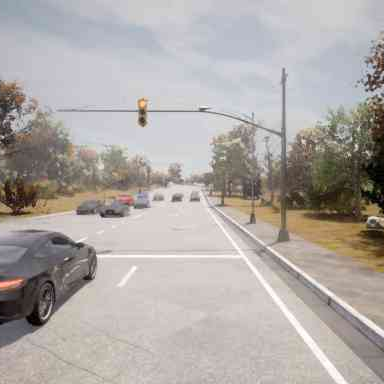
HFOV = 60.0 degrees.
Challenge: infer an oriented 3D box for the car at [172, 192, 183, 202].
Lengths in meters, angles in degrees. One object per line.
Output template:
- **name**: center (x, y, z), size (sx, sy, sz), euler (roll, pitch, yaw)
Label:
- **car**: center (-2.877, 1.010, 64.109), size (1.837, 1.490, 4.892), euler (0, 3, 1)

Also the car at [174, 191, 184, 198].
- **car**: center (-2.884, 0.587, 74.043), size (1.895, 1.301, 4.718), euler (0, 3, 1)

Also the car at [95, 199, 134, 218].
- **car**: center (-6.880, 1.564, 29.947), size (1.994, 1.385, 4.181), euler (0, 0, 0)

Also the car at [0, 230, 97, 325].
- **car**: center (-3.403, 1.526, 6.968), size (1.812, 1.442, 4.674), euler (0, 0, -1)

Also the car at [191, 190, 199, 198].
- **car**: center (0.623, 0.493, 74.461), size (1.812, 1.442, 4.674), euler (0, 3, 1)

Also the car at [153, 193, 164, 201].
- **car**: center (-6.500, 0.953, 64.985), size (2.128, 1.511, 4.902), euler (0, 3, 1)

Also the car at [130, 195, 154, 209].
- **car**: center (-6.741, 1.526, 45.399), size (1.812, 1.442, 4.674), euler (0, 0, 1)

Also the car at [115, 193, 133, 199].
- **car**: center (-10.195, 1.210, 50.171), size (2.150, 2.045, 5.566), euler (0, 0, 0)

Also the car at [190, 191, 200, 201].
- **car**: center (0.628, 1.079, 64.588), size (1.895, 1.301, 4.718), euler (0, 3, 1)

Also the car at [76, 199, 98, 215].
- **car**: center (-10.343, 1.500, 34.121), size (1.837, 1.490, 4.892), euler (0, 1, 1)

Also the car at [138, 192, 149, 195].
- **car**: center (-9.939, 0.783, 68.416), size (1.882, 1.535, 5.008), euler (0, 3, 1)
